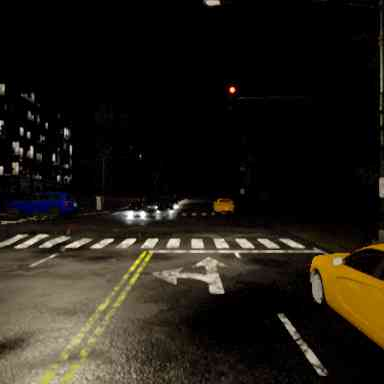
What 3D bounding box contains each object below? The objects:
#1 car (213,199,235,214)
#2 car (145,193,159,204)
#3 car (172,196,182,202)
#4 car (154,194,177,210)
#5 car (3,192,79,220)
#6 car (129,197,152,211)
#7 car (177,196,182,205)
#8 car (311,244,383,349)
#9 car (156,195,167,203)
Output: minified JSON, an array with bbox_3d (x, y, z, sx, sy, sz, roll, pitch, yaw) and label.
[{"bbox_3d":[3.340,1.456,34.912,1.882,1.535,5.008,0,0,0],"label":"car"},{"bbox_3d":[-6.574,1.203,56.127,2.150,2.045,5.566,0,1,1],"label":"car"},{"bbox_3d":[-3.243,1.516,73.558,2.033,1.411,5.357,0,0,0],"label":"car"},{"bbox_3d":[-3.344,1.468,42.514,1.882,1.535,5.008,0,1,0],"label":"car"},{"bbox_3d":[-11.738,1.082,26.079,5.566,2.045,2.150,0,-3,7],"label":"car"},{"bbox_3d":[-6.594,1.591,41.440,1.895,1.301,4.718,0,0,0],"label":"car"},{"bbox_3d":[-3.326,1.477,57.310,2.128,1.511,4.902,0,0,0],"label":"car"},{"bbox_3d":[3.362,1.468,4.884,1.882,1.535,5.008,-1,0,0],"label":"car"},{"bbox_3d":[-6.493,1.444,71.864,1.882,1.535,5.008,0,0,0],"label":"car"}]
